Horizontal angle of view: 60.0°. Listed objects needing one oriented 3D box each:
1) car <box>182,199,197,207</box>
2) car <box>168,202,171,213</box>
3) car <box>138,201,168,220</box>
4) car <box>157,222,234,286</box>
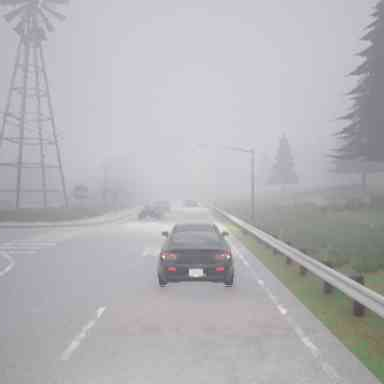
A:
[{"bbox_3d":[-0.422,1.826,55.905,1.994,1.385,4.181,0,0,-12],"label":"car"},{"bbox_3d":[-3.556,1.736,40.198,2.033,1.411,5.357,0,0,1],"label":"car"},{"bbox_3d":[-3.626,1.743,30.200,1.895,1.301,4.718,0,0,1],"label":"car"},{"bbox_3d":[0.094,1.570,9.409,1.812,1.442,4.674,0,0,0],"label":"car"}]
